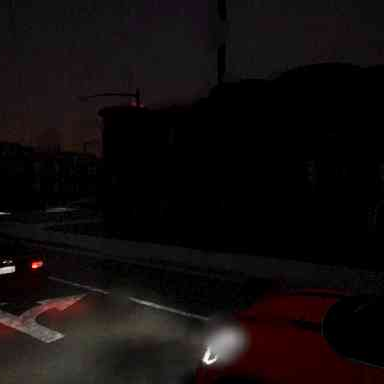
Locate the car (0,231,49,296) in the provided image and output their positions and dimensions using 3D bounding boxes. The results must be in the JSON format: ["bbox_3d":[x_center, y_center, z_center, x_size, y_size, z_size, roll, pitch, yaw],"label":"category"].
[{"bbox_3d":[-5.535,1.547,7.918,5.357,1.411,2.033,0,0,38],"label":"car"}]

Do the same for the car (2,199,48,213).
[{"bbox_3d":[-18.377,1.564,37.307,1.994,1.385,4.181,0,0,36],"label":"car"}]

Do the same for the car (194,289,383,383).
[{"bbox_3d":[2.214,1.352,2.418,4.553,1.767,2.097,0,0,36],"label":"car"}]

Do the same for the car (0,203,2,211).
[{"bbox_3d":[-20.890,1.547,39.817,2.033,1.411,5.357,0,0,36],"label":"car"}]

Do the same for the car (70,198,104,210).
[{"bbox_3d":[-13.306,1.601,44.385,1.895,1.301,4.718,0,0,36],"label":"car"}]
